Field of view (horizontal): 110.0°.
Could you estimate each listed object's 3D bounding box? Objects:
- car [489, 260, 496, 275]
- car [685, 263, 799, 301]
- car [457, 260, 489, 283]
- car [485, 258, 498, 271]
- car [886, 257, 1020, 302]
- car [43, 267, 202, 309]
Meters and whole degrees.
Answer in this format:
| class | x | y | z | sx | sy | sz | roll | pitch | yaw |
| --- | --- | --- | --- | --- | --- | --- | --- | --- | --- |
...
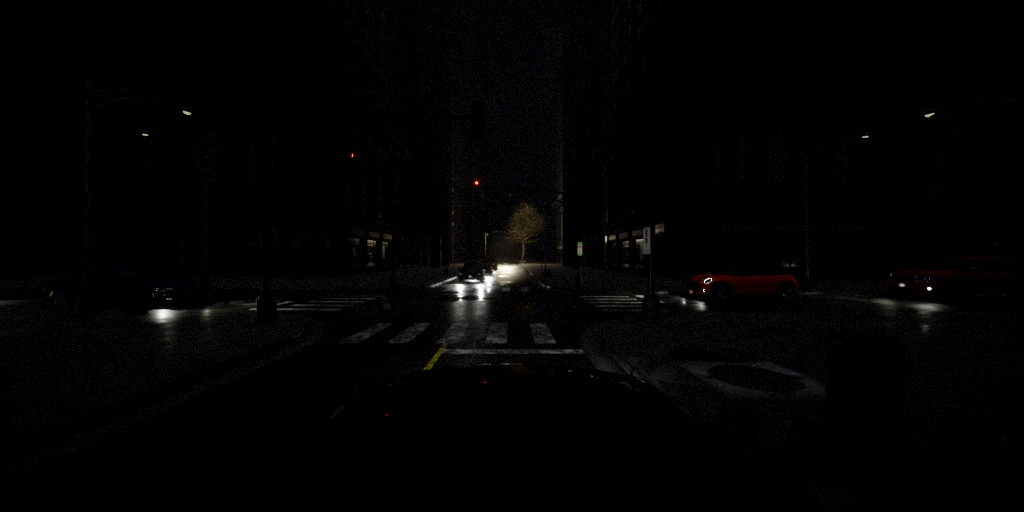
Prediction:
| class | x | y | z | sx | sy | sz | roll | pitch | yaw |
| --- | --- | --- | --- | --- | --- | --- | --- | --- | --- |
| car | -3.087 | 1.354 | 38.305 | 1.895 | 1.301 | 4.718 | 0 | 0 | 0 |
| car | 10.785 | 1.138 | 17.088 | 4.553 | 1.767 | 2.097 | 0 | 0 | 0 |
| car | -3.084 | 1.256 | 28.168 | 1.837 | 1.490 | 4.892 | 0 | 0 | -1 |
| car | -3.072 | 1.115 | 48.879 | 2.097 | 1.767 | 4.553 | 0 | 0 | 0 |
| car | 21.364 | 1.040 | 17.076 | 5.566 | 2.045 | 2.150 | 0 | 0 | 0 |
| car | -14.907 | 1.176 | 13.895 | 5.008 | 1.535 | 1.882 | 0 | 0 | 2 |
